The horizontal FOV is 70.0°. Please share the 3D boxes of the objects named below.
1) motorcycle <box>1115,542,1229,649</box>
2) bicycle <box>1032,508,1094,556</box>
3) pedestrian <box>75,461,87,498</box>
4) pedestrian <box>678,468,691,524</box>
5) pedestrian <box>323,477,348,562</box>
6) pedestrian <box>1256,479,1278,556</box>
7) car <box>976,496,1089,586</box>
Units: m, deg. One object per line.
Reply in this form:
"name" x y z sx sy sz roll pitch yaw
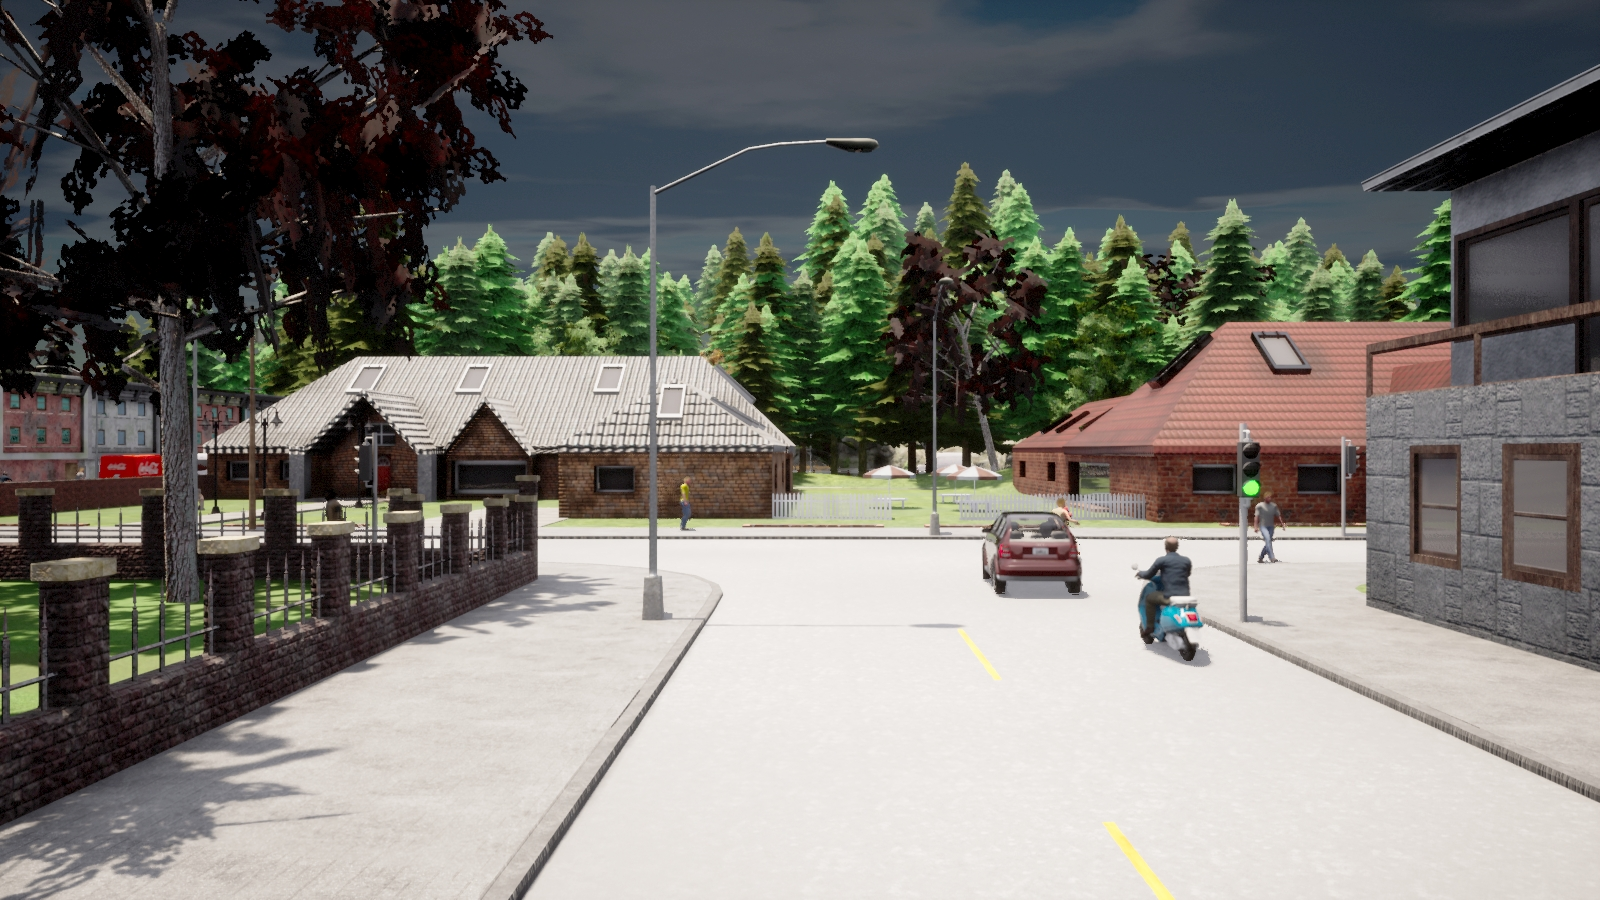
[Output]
"motorcycle" 5.081 1.962 15.736 0.856 1.236 1.805 0 0 -5
"bicycle" 6.569 2.036 28.500 0.859 1.080 1.487 0 0 44
"pedestrian" -37.215 1.524 59.159 0.375 1.860 0.375 0 0 11
"pedestrian" -3.839 1.524 38.037 0.375 1.860 0.375 0 0 2
"pedestrian" -10.233 1.523 25.176 0.375 1.860 0.375 0 0 4
"pedestrian" 11.350 1.629 27.768 0.375 1.860 0.375 0 0 -3
"car" 4.696 1.806 23.539 1.789 1.549 3.705 0 0 4
